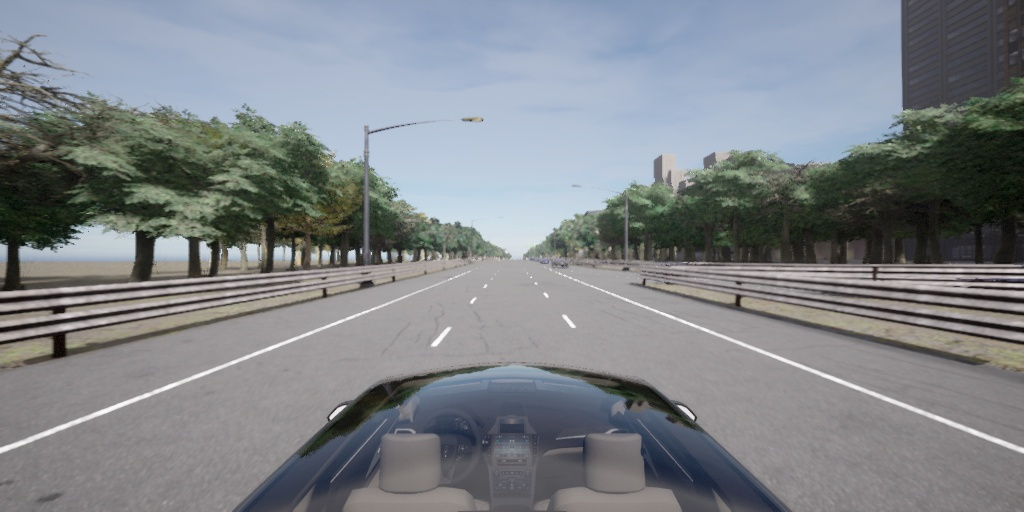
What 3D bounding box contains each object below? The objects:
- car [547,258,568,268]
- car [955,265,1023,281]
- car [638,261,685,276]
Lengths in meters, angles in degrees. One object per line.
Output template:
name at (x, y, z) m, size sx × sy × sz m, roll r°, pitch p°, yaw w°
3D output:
car at (7.463, 1.052, 56.989) m, size 1.994 × 1.385 × 4.181 m, roll 0°, pitch 0°, yaw -7°
car at (21.177, 0.954, 14.531) m, size 1.994 × 1.385 × 4.181 m, roll 0°, pitch -1°, yaw -32°
car at (13.375, 1.172, 31.064) m, size 2.033 × 1.411 × 5.357 m, roll 0°, pitch 0°, yaw -22°
